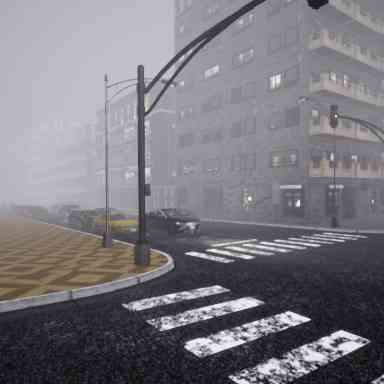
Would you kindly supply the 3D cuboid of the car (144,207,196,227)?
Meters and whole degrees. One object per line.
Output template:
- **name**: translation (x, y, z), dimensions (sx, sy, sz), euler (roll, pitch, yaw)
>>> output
- **car**: translation (-1.849, 1.940, 26.620), dimensions (1.895, 1.301, 4.718), euler (-1, -1, -36)

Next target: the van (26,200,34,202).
- **van**: translation (-41.616, 2.830, 85.121), dimensions (1.690, 1.788, 3.998), euler (-2, 0, -36)

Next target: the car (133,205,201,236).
- **car**: translation (-1.429, 1.775, 20.636), dimensions (2.128, 1.511, 4.902), euler (-1, -1, -36)

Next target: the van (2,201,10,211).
- **van**: translation (-31.636, 2.432, 57.374), dimensions (1.690, 1.788, 3.998), euler (-2, 0, -36)

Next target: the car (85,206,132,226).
- **car**: translation (-7.284, 1.994, 28.610), dimensions (2.033, 1.411, 5.357), euler (-1, -1, -37)

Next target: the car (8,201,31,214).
- **car**: translation (-24.937, 2.448, 48.259), dimensions (1.887, 1.381, 4.507), euler (-2, 0, -36)

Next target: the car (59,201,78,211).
- **car**: translation (-21.534, 2.366, 57.777), dimensions (1.967, 1.590, 4.097), euler (-2, 0, -36)

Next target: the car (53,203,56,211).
- **car**: translation (-21.306, 2.448, 53.118), dimensions (1.994, 1.385, 4.181), euler (-1, 0, -36)

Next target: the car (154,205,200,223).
- **car**: translation (-1.452, 1.915, 30.434), dimensions (2.008, 1.369, 4.403), euler (-2, 0, -36)

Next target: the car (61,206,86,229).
- **car**: translation (-8.205, 2.002, 25.473), dimensions (1.947, 1.339, 4.313), euler (-2, 0, -36)

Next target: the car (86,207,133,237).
- **car**: translation (-4.760, 1.865, 20.780), dimensions (1.752, 1.417, 4.829), euler (-2, 0, -36)

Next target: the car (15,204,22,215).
- **car**: translation (-21.590, 2.392, 43.702), dimensions (1.802, 1.307, 4.206), euler (-2, 0, -36)

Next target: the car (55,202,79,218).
- **car**: translation (-13.238, 2.118, 36.741), dimensions (1.837, 1.490, 4.892), euler (-1, -1, -36)

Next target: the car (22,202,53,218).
- **car**: translation (-18.245, 2.261, 39.145), dimensions (1.887, 1.381, 4.507), euler (-2, 0, -36)
